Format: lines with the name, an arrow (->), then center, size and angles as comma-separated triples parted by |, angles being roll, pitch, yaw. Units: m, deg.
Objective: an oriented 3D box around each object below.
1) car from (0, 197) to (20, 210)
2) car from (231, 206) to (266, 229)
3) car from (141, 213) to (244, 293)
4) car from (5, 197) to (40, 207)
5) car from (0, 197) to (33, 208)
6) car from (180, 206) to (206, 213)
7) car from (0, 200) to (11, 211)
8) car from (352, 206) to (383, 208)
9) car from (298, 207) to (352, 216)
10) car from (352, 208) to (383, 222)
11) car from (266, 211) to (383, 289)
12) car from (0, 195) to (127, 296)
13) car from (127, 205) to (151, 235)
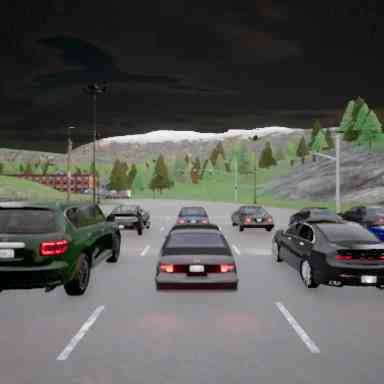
car -> -25.106, 1.468, 42.885 | 4.892, 1.490, 1.837 | 0, 0, -1
car -> 3.527, 1.530, 20.085 | 2.033, 1.411, 5.357 | 0, 0, -1
car -> 0.085, 1.540, 9.000 | 2.033, 1.411, 5.357 | 0, 0, 0
car -> -25.371, 1.521, 49.888 | 4.181, 1.385, 1.994 | 0, 0, -1
car -> -24.945, 1.487, 46.390 | 4.674, 1.442, 1.812 | 0, 0, -1
car -> 0.050, 1.531, 19.069 | 2.033, 1.411, 5.357 | 0, 0, 0
car -> -24.373, 1.567, 39.393 | 4.718, 1.301, 1.895 | 0, 0, -1
car -> 10.528, 1.530, 20.035 | 2.033, 1.411, 5.357 | 0, 0, -1
car -> 7.039, 1.548, 19.064 | 1.994, 1.385, 4.181 | 0, 0, 0
car -> 7.079, 1.469, 10.076 | 1.882, 1.535, 5.008 | 0, 0, 0
car -> 3.583, 1.499, 9.150 | 1.837, 1.490, 4.892 | 0, 0, 0
car -> -3.417, 1.214, 8.757 | 2.150, 2.045, 5.566 | 0, 0, 0
car -> -3.453, 1.476, 18.611 | 2.128, 1.511, 4.902 | 0, 0, 0
